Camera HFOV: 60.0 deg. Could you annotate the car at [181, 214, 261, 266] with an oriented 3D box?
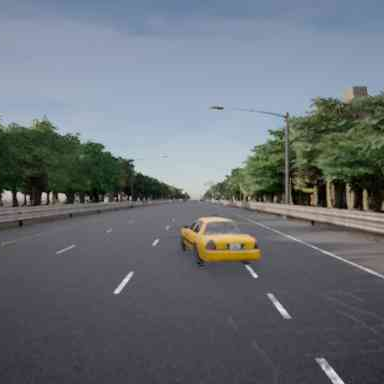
[{"bbox_3d":[0.761,1.572,12.105,1.801,1.575,5.366,1,-1,-11],"label":"car"}]
